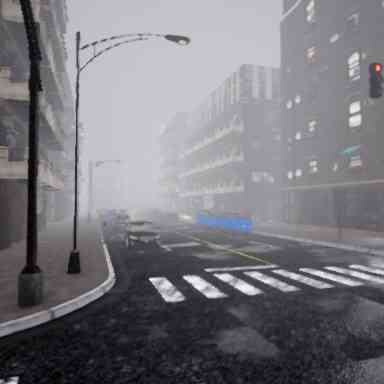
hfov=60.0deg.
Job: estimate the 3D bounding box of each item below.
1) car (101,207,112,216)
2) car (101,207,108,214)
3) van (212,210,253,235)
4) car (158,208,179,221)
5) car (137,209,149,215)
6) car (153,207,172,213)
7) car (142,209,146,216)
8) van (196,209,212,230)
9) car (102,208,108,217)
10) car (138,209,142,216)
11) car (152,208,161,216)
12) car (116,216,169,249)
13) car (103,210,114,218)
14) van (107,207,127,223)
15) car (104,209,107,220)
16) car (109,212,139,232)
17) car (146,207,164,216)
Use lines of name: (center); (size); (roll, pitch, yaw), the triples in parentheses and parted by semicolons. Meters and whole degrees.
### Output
car: (-18.506, 4.130, 71.703); (2.192, 1.841, 5.009); (1, -2, -16)
car: (-13.790, 3.612, 55.603); (1.967, 1.590, 4.097); (1, -2, -16)
van: (3.204, 2.302, 25.632); (1.690, 1.788, 3.998); (1, -2, -16)
car: (-3.083, 3.370, 47.083); (1.887, 1.381, 4.507); (1, -2, -16)
car: (-10.942, 4.444, 73.906); (1.887, 1.381, 4.507); (1, -2, -16)
car: (-8.384, 5.084, 94.651); (4.892, 1.490, 1.837); (0, -2, -17)
car: (-7.799, 3.911, 63.181); (1.967, 1.590, 4.097); (1, -2, -16)
van: (1.632, 2.519, 30.997); (1.690, 1.788, 3.998); (1, -2, -16)
car: (-12.218, 3.522, 50.234); (1.947, 1.339, 4.313); (1, -2, -16)
car: (-9.370, 4.125, 68.546); (1.967, 1.590, 4.097); (1, -2, -16)
car: (-4.655, 3.623, 52.446); (1.802, 1.307, 4.206); (1, -2, -16)
car: (-2.787, 2.211, 18.047); (2.008, 1.369, 4.403); (1, -2, -16)
car: (-15.361, 3.968, 60.963); (1.802, 1.307, 4.206); (1, -2, -16)
van: (-7.503, 2.651, 34.149); (1.690, 1.788, 3.998); (1, -2, -16)
car: (-9.074, 3.076, 39.506); (2.008, 1.369, 4.403); (1, -2, -16)
car: (-5.931, 2.675, 28.775); (1.802, 1.307, 4.206); (1, -2, -16)
car: (-6.227, 3.696, 57.816); (1.967, 1.590, 4.097); (1, -2, -16)
